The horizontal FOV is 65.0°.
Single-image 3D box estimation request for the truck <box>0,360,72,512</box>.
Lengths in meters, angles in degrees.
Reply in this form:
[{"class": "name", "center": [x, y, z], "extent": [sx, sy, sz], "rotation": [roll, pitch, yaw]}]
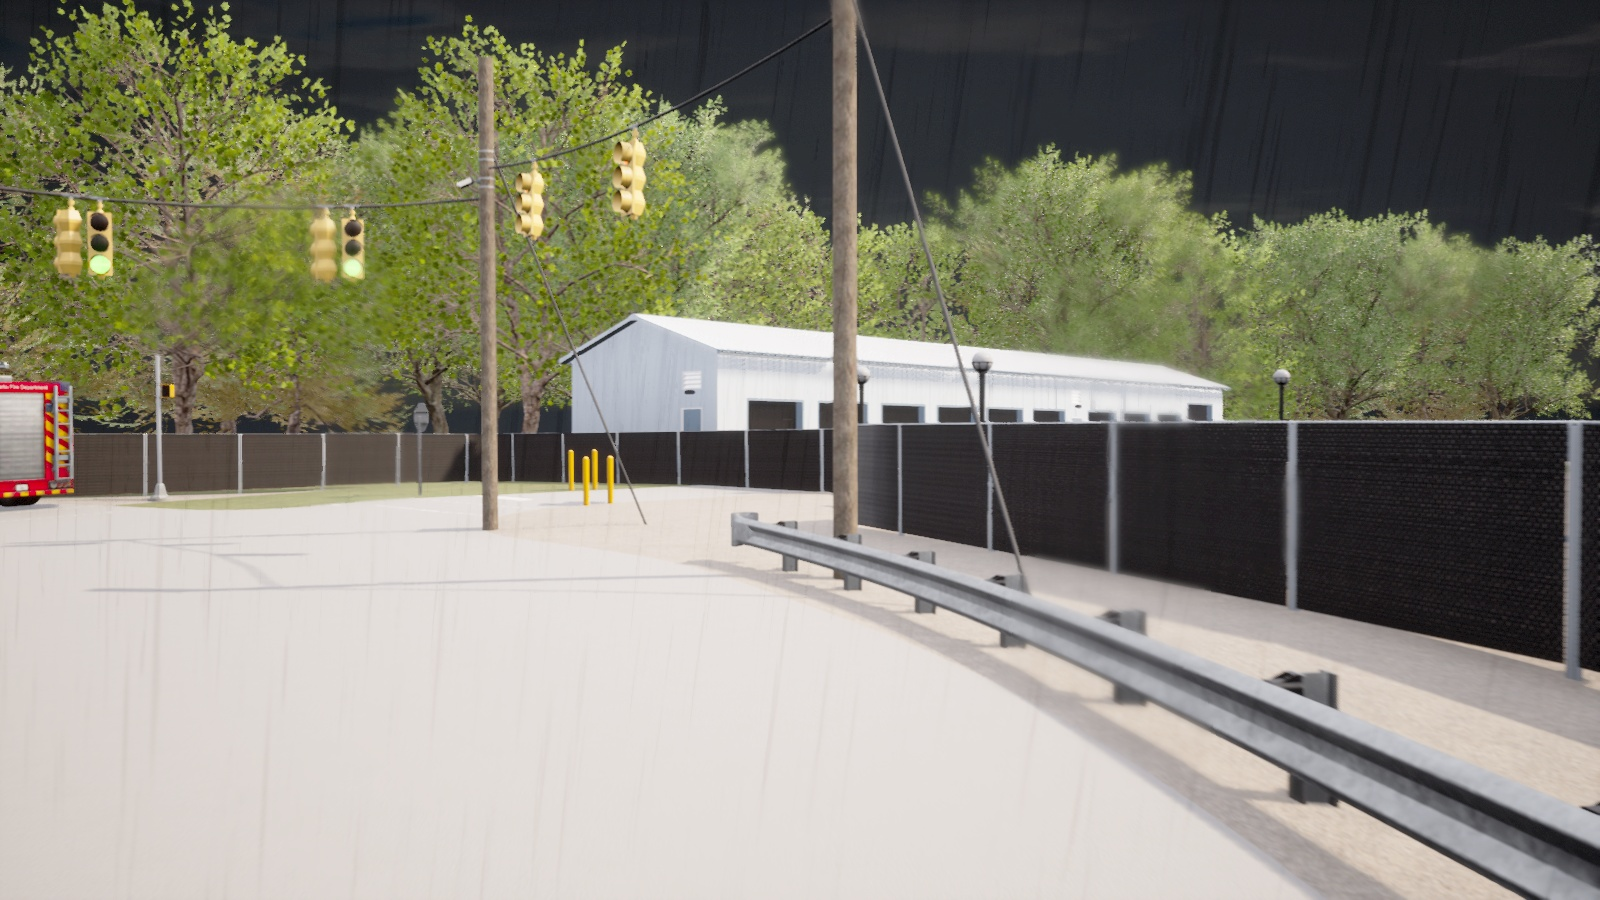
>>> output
[{"class": "truck", "center": [-23.869, -0.461, 33.791], "extent": [8.468, 3.827, 2.891], "rotation": [1, 2, 23]}]
